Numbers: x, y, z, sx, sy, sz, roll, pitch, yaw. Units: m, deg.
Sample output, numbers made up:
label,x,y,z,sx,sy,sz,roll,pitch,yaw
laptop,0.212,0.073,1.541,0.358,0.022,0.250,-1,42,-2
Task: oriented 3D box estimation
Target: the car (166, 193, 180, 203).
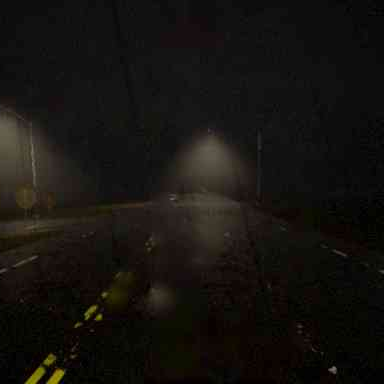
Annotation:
label,x,y,z,sx,sy,sz,roll,pitch,yaw
car,-2.869,0.937,51.660,2.128,1.511,4.902,0,1,2
